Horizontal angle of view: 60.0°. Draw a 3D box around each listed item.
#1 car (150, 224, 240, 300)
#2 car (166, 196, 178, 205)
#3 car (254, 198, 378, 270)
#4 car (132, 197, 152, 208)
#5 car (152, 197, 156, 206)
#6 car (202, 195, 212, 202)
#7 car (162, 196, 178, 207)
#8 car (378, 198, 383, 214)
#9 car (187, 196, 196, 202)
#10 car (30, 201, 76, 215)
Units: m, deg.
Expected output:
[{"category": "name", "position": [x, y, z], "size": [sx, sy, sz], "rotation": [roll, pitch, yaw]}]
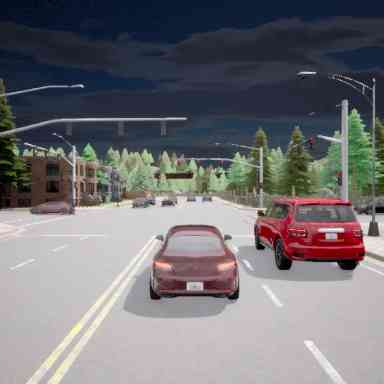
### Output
[{"category": "car", "position": [0.049, 1.526, 8.266], "size": [1.812, 1.442, 4.674], "rotation": [0, 0, 0]}, {"category": "car", "position": [-3.653, 1.505, 62.021], "size": [1.837, 1.490, 4.892], "rotation": [0, 0, 0]}, {"category": "car", "position": [3.557, 1.221, 11.146], "size": [2.150, 2.045, 5.566], "rotation": [0, 0, 0]}, {"category": "car", "position": [-7.165, 1.505, 46.954], "size": [1.837, 1.490, 4.892], "rotation": [0, 0, 0]}, {"category": "car", "position": [-7.179, 1.547, 56.698], "size": [2.033, 1.411, 5.357], "rotation": [0, 0, 0]}, {"category": "car", "position": [3.382, 1.355, 74.428], "size": [2.097, 1.767, 4.553], "rotation": [0, 0, 0]}, {"category": "car", "position": [-3.648, 1.601, 51.734], "size": [1.895, 1.301, 4.718], "rotation": [0, 0, 0]}, {"category": "car", "position": [18.272, 1.352, 32.531], "size": [4.553, 1.767, 2.097], "rotation": [0, 0, 0]}, {"category": "car", "position": [-0.125, 1.553, 74.657], "size": [1.994, 1.385, 4.181], "rotation": [0, 0, 0]}, {"category": "car", "position": [-13.708, 1.564, 32.906], "size": [4.181, 1.385, 1.994], "rotation": [0, 0, 0]}]
